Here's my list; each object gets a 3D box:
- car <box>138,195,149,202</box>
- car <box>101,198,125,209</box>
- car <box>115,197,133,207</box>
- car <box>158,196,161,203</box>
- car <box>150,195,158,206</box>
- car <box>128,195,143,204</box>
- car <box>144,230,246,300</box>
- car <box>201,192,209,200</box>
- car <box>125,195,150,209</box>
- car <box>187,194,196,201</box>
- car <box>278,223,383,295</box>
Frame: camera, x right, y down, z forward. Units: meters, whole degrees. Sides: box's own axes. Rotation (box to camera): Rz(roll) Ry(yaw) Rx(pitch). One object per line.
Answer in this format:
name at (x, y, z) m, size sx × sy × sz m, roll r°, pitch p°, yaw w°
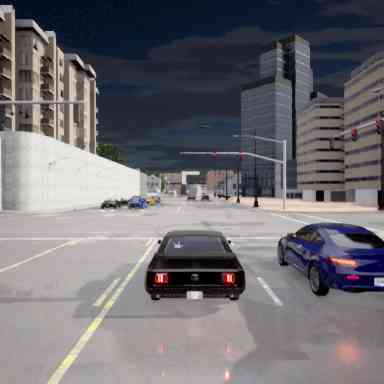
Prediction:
car at (-10.618, 1.440, 73.140) m, size 1.812 × 1.442 × 4.674 m, roll 0°, pitch 0°, yaw 0°
car at (-10.664, 1.524, 44.072) m, size 1.994 × 1.385 × 4.181 m, roll 0°, pitch 0°, yaw 0°
car at (-10.677, 1.549, 52.831) m, size 1.895 × 1.301 × 4.718 m, roll 0°, pitch 0°, yaw 0°
car at (-7.148, 1.415, 64.258) m, size 2.128 × 1.511 × 4.902 m, roll 0°, pitch 0°, yaw 1°
car at (-7.172, 1.416, 53.822) m, size 1.882 × 1.535 × 5.008 m, roll 0°, pitch 0°, yaw 0°
car at (-10.656, 1.438, 62.983) m, size 1.837 × 1.490 × 4.892 m, roll 0°, pitch 0°, yaw 0°
car at (0.062, 1.590, 8.285) m, size 1.895 × 1.301 × 4.718 m, roll 0°, pitch 0°, yaw 0°
car at (3.364, 1.371, 84.555) m, size 1.837 × 1.490 × 4.892 m, roll 0°, pitch 0°, yaw 0°
car at (-7.164, 1.430, 44.363) m, size 1.882 × 1.535 × 5.008 m, roll 0°, pitch 0°, yaw 0°
car at (-0.136, 1.234, 84.620) m, size 2.097 × 1.767 × 4.553 m, roll 0°, pitch 0°, yaw 0°
car at (3.563, 1.507, 8.512) m, size 1.812 × 1.442 × 4.674 m, roll 0°, pitch 0°, yaw 0°
